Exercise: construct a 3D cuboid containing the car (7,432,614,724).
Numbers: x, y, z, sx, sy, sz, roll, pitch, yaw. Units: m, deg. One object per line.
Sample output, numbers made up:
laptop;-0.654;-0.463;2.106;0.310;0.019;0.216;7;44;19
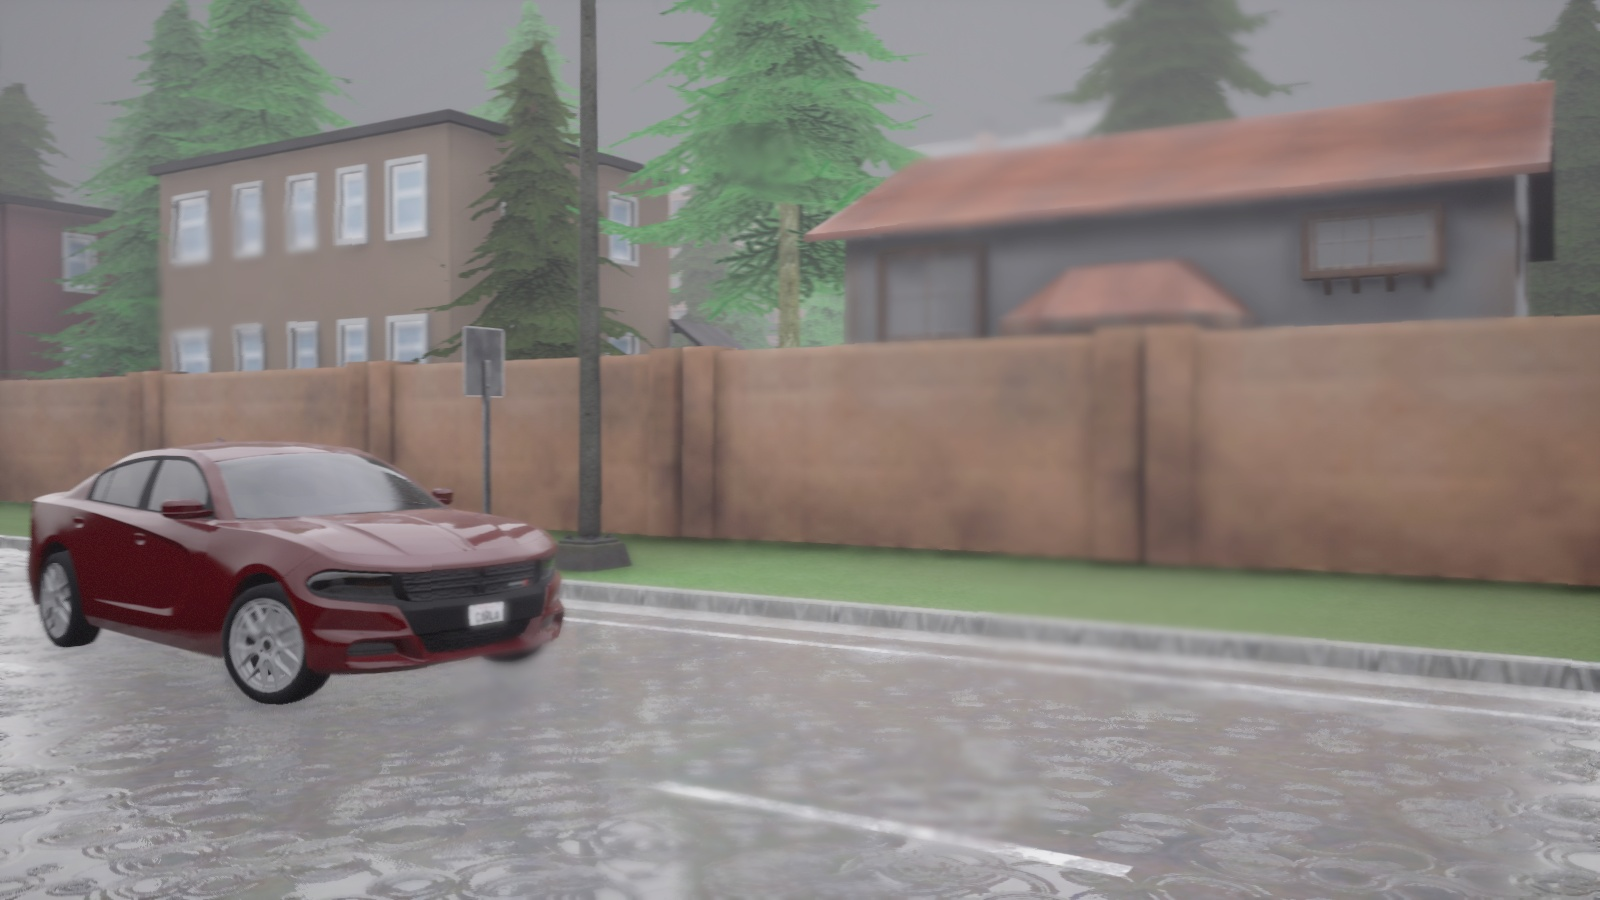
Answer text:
car;-3.714;0.646;8.973;5.008;1.535;1.882;1;1;40
